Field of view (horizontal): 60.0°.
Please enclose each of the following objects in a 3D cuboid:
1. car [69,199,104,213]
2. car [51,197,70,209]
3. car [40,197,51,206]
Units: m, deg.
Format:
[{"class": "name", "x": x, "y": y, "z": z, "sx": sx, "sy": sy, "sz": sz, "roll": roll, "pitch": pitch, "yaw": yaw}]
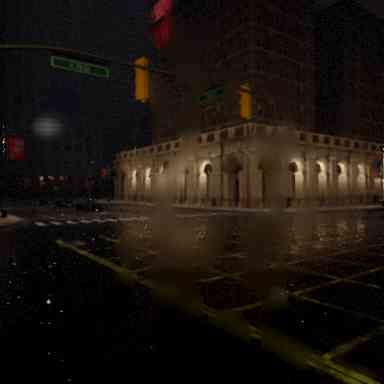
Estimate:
[{"class": "car", "x": -11.401, "y": 1.472, "z": 36.511, "sx": 2.033, "sy": 1.411, "sz": 5.357, "roll": 0, "pitch": 0, "yaw": -36}, {"class": "car", "x": -17.006, "y": 1.450, "z": 44.340, "sx": 1.812, "sy": 1.442, "sz": 4.674, "roll": 0, "pitch": 0, "yaw": -35}, {"class": "car", "x": -22.812, "y": 1.450, "z": 52.607, "sx": 1.812, "sy": 1.442, "sz": 4.674, "roll": 0, "pitch": 0, "yaw": -35}]
